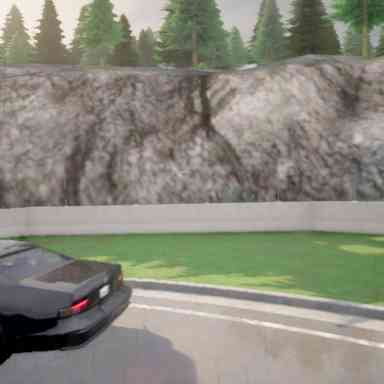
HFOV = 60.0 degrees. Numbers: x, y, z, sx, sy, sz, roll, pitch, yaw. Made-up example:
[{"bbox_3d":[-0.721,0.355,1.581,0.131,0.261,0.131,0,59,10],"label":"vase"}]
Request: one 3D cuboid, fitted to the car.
[{"bbox_3d":[-3.696,1.479,5.148,5.357,1.411,2.033,-1,1,11],"label":"car"}]
